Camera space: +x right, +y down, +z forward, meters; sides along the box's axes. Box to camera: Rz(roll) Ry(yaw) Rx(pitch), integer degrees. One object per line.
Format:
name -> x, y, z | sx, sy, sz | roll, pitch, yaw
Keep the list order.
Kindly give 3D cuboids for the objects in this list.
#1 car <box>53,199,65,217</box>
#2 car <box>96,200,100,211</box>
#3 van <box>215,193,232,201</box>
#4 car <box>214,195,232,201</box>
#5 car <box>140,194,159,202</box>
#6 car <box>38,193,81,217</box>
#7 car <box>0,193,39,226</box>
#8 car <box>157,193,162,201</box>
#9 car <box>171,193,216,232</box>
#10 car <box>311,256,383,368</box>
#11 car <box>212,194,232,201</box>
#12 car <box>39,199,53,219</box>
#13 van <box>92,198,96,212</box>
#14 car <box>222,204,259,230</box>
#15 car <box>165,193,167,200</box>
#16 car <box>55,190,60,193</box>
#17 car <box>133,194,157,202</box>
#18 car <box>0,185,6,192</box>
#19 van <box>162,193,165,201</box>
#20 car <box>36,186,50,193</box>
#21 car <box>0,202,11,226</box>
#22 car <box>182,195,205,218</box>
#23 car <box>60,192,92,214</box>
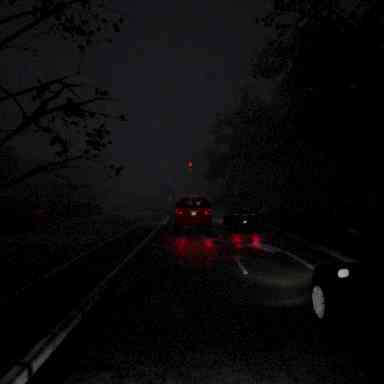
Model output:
car -> -13.779, 1.633, 28.817 | 4.674, 1.452, 2.002 | -1, 0, -20
car -> -13.640, 1.534, 40.864 | 4.553, 1.767, 2.185 | -1, 0, -19
van -> 7.255, 1.327, 81.274 | 4.442, 1.987, 1.878 | 1, 0, -14
car -> 8.685, 1.630, 93.076 | 4.674, 1.452, 2.002 | 1, 0, -13
car -> -10.736, 1.492, 84.616 | 4.553, 1.767, 2.185 | -1, -1, -14
car -> -13.800, 1.359, 31.814 | 5.566, 2.045, 2.435 | -1, 0, -20
car -> -13.827, 1.310, 22.801 | 5.566, 2.045, 2.435 | -1, 0, -20
car -> -10.828, 1.600, 81.664 | 5.366, 1.575, 1.946 | -1, -1, -15
car -> 0.095, 1.282, 20.863 | 2.150, 2.045, 5.566 | 0, 0, 0
car -> 3.099, 1.481, 4.097 | 1.882, 1.535, 5.008 | 0, 0, 0
car -> 7.637, 1.437, 84.244 | 4.553, 1.767, 2.185 | 1, 0, -14
car -> -13.967, 1.576, 25.750 | 5.366, 1.575, 1.946 | -1, 0, -20
van -> -13.614, 1.416, 37.887 | 4.442, 1.987, 1.878 | -1, -1, -19
car -> 3.099, 1.557, 21.857 | 2.128, 1.511, 4.902 | 0, 0, 0
car -> -10.045, 1.640, 90.627 | 4.892, 1.521, 2.231 | -1, -1, -14
car -> -28.189, 0.374, 69.538 | 2.002, 1.452, 4.674 | 6, -3, -19
car -> -11.472, 1.631, 78.671 | 4.792, 1.488, 2.163 | -1, 0, -15
car -> -40.222, -0.755, 69.648 | 2.231, 1.521, 4.892 | 6, -3, -19
van -> -10.271, 1.400, 87.657 | 4.442, 1.987, 1.878 | -1, -1, -14
car -> -31.183, -0.188, 69.599 | 2.435, 2.045, 5.566 | 6, -3, -19
car -> -13.826, 1.575, 19.796 | 4.792, 1.488, 2.163 | -1, 0, -20
car -> 0.144, 1.347, 33.048 | 2.150, 2.045, 5.566 | 0, 0, 0
car -> -13.728, 1.375, 34.851 | 5.566, 2.045, 2.435 | -1, -1, -20
